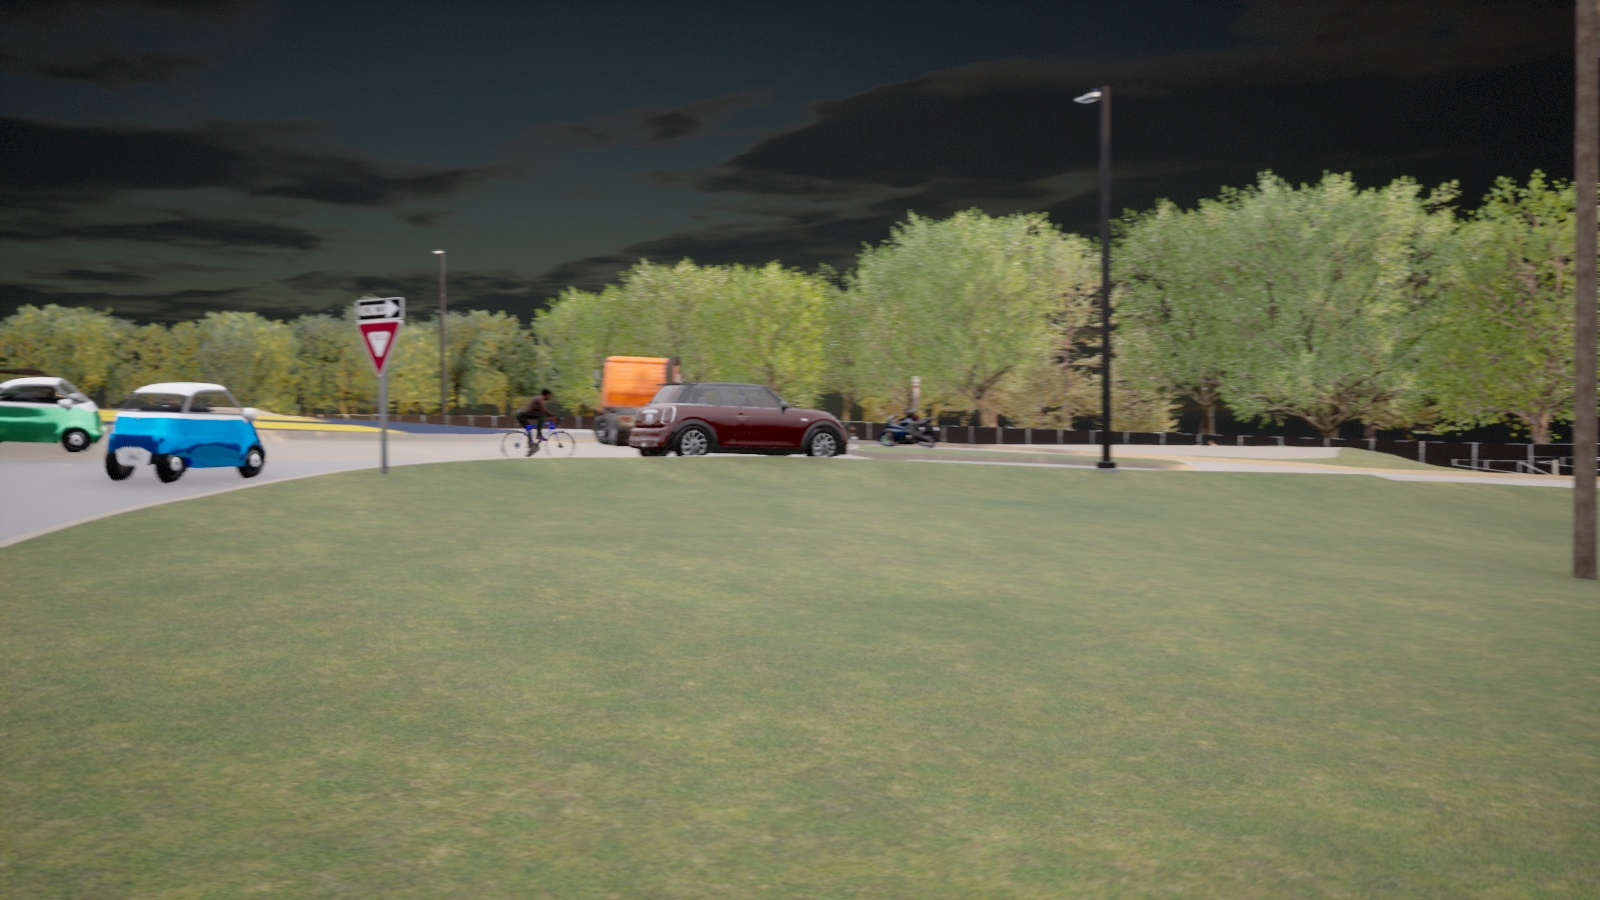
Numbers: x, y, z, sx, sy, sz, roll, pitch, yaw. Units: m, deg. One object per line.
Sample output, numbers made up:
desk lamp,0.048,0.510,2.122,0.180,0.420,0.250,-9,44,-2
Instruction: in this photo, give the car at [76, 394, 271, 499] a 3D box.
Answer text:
car,-8.821,-0.086,17.835,1.481,1.376,2.207,1,2,8

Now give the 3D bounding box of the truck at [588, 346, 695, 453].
truck,-5.882,-1.702,45.489,2.891,3.462,7.936,1,0,-14

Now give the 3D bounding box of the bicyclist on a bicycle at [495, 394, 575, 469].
bicyclist on a bicycle,-5.926,-0.415,28.056,1.656,1.620,0.582,-1,0,-22

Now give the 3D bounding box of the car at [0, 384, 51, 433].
car,-32.128,-1.658,49.732,3.866,1.878,1.905,1,-1,-43

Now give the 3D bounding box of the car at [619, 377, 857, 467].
car,-1.280,-0.582,26.531,4.553,1.767,2.097,-1,1,-31

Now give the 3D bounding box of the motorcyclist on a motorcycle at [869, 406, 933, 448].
motorcyclist on a motorcycle,3.696,-0.853,46.102,2.191,1.530,0.866,1,2,21

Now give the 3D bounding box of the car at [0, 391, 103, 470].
car,-14.721,-0.392,24.130,2.207,1.376,1.481,0,7,-24
